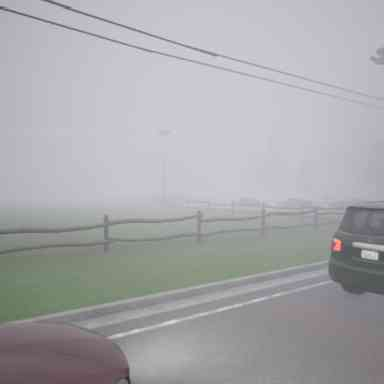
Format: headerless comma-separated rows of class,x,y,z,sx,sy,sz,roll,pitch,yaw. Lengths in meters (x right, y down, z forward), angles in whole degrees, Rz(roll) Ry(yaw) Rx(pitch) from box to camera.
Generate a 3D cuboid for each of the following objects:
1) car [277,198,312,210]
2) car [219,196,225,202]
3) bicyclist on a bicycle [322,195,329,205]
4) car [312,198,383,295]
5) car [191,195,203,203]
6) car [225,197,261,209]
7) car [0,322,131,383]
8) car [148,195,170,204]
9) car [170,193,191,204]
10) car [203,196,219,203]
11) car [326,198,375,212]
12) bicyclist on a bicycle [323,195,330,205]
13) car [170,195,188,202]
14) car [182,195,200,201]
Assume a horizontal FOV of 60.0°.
car,13.028,1.503,42.151,1.837,1.490,4.892,0,0,-32
car,5.511,1.521,72.154,1.812,1.442,4.674,0,0,-34
bicyclist on a bicycle,22.100,1.300,55.085,0.582,1.620,1.656,0,0,43
car,5.406,1.221,7.462,5.566,2.045,2.150,0,0,-34
car,-0.308,1.524,68.264,1.812,1.442,4.674,0,0,-34
car,7.103,1.503,44.847,1.837,1.490,4.892,0,0,-34
car,-2.631,1.526,1.946,4.674,1.442,1.812,0,0,-34
car,-7.035,1.491,65.744,2.128,1.511,4.902,0,0,-34
car,-3.100,1.220,66.144,2.150,2.045,5.566,0,0,-34
car,2.790,1.537,69.929,2.033,1.411,5.357,0,0,-34
car,18.748,1.489,39.562,2.128,1.511,4.902,0,0,-32
bicyclist on a bicycle,22.236,1.300,54.538,1.656,1.620,0.582,0,0,-44
car,-3.100,1.441,78.671,1.837,1.490,4.892,0,0,-34
car,-0.197,1.418,80.627,1.882,1.535,5.008,0,0,-34
